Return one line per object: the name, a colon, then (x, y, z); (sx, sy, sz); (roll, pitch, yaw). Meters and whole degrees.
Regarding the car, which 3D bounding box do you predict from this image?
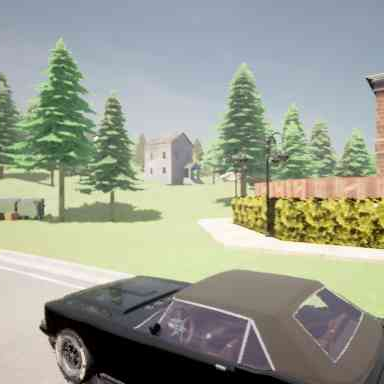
car: (0.338, 1.610, 3.747); (4.718, 1.301, 1.895); (0, 0, 36)
